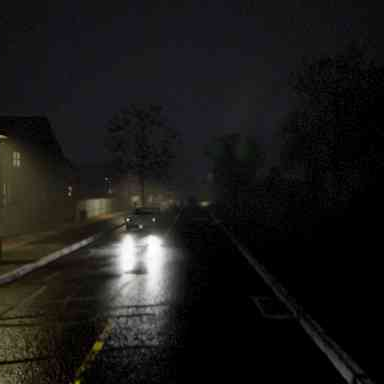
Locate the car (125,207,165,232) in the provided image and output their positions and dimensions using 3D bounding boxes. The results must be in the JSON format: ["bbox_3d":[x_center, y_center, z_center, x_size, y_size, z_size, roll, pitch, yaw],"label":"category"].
[{"bbox_3d":[-2.805,1.612,20.490,1.895,1.301,4.718,0,0,0],"label":"car"}]

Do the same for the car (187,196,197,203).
[{"bbox_3d":[0.014,1.529,69.810,1.895,1.301,4.718,0,0,0],"label":"car"}]

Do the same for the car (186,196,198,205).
[{"bbox_3d":[0.012,1.583,59.352,2.033,1.411,5.357,0,0,0],"label":"car"}]
